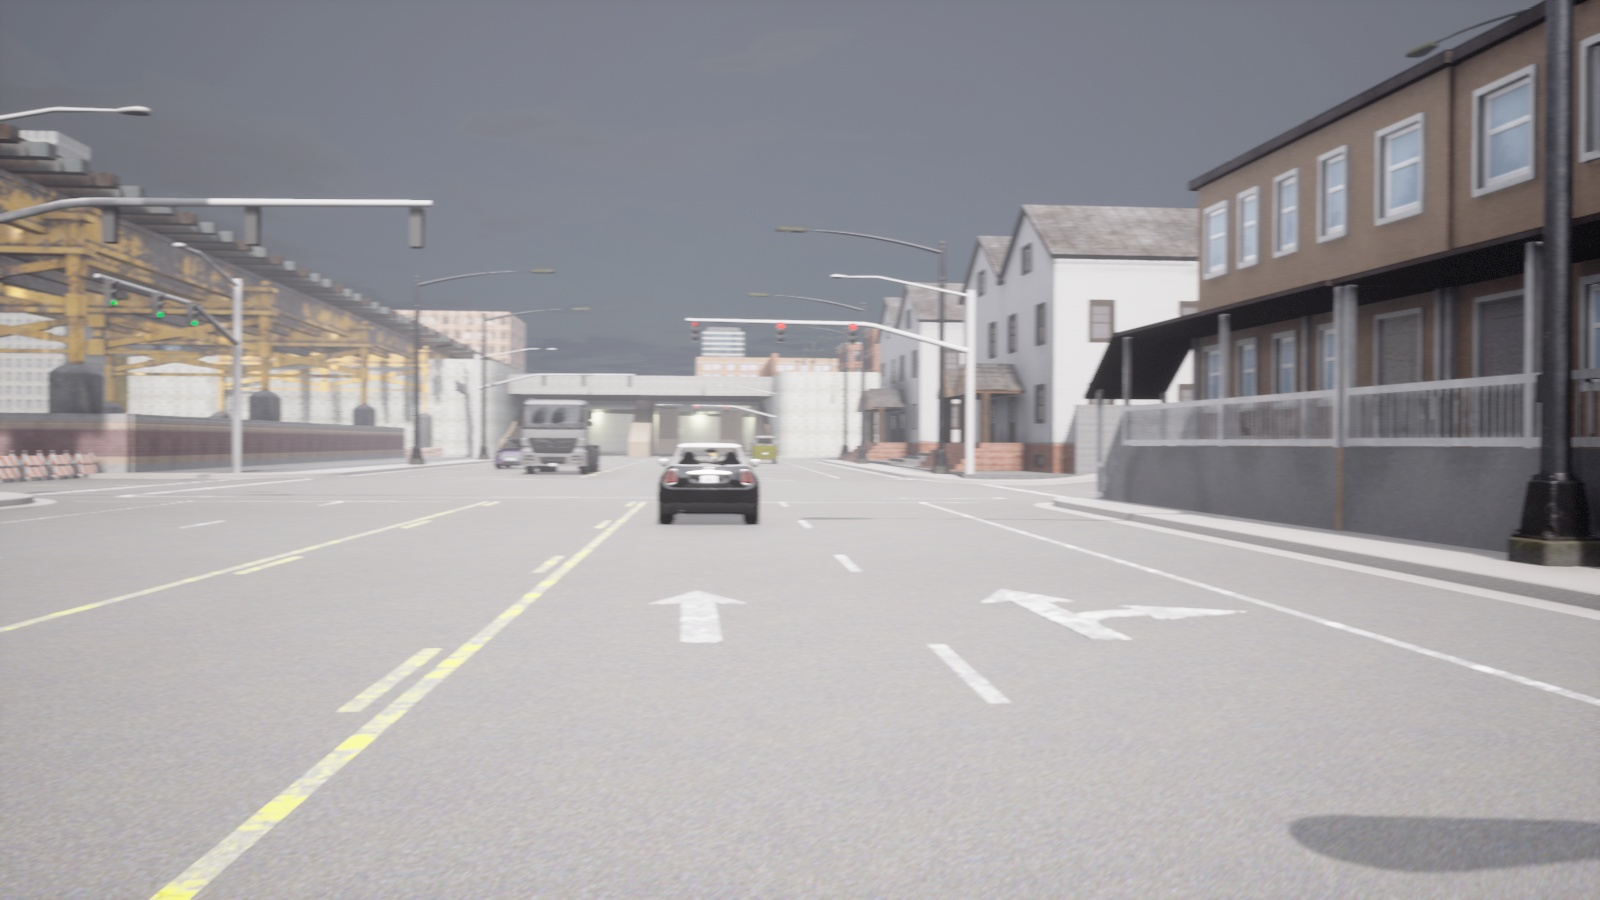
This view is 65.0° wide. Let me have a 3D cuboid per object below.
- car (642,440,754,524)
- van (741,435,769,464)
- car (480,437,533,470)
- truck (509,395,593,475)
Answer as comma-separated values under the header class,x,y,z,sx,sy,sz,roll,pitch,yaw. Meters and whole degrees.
class,x,y,z,sx,sy,sz,roll,pitch,yaw
car,-1.941,0.556,24.079,1.970,1.475,3.806,0,0,-4
van,-3.211,-0.040,88.153,1.775,1.987,4.442,0,0,-4
car,-15.705,0.164,67.438,2.033,1.649,4.856,0,0,-4
truck,-11.544,-0.666,58.836,2.891,3.462,7.936,0,0,-4
